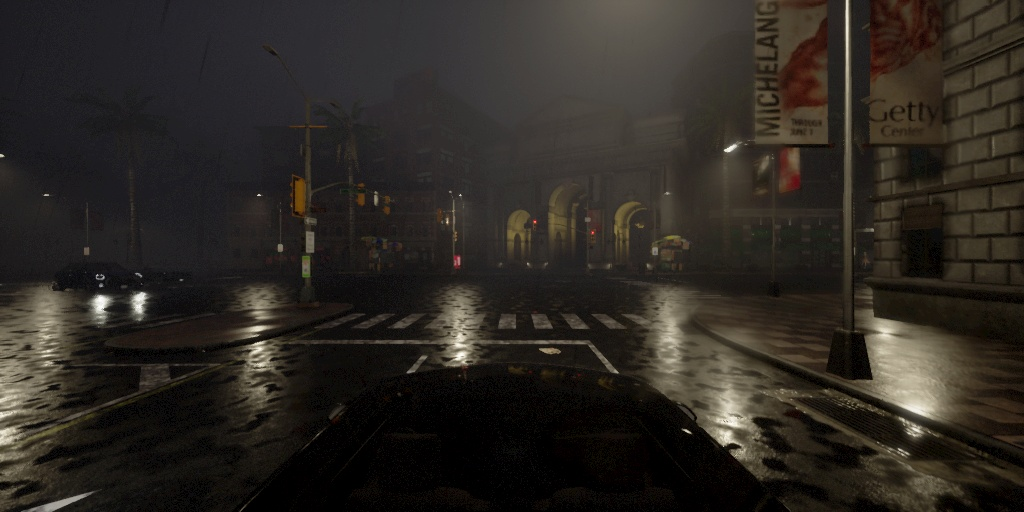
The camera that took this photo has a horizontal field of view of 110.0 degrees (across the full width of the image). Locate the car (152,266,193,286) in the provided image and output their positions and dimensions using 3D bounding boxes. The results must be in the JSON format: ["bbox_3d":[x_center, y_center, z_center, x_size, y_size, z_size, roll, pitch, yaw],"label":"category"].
[{"bbox_3d":[-25.139,1.351,24.976,4.718,1.301,1.895,0,0,3],"label":"car"}]

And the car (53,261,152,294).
[{"bbox_3d":[-23.253,1.101,20.230,4.553,1.767,2.097,0,0,18],"label":"car"}]
